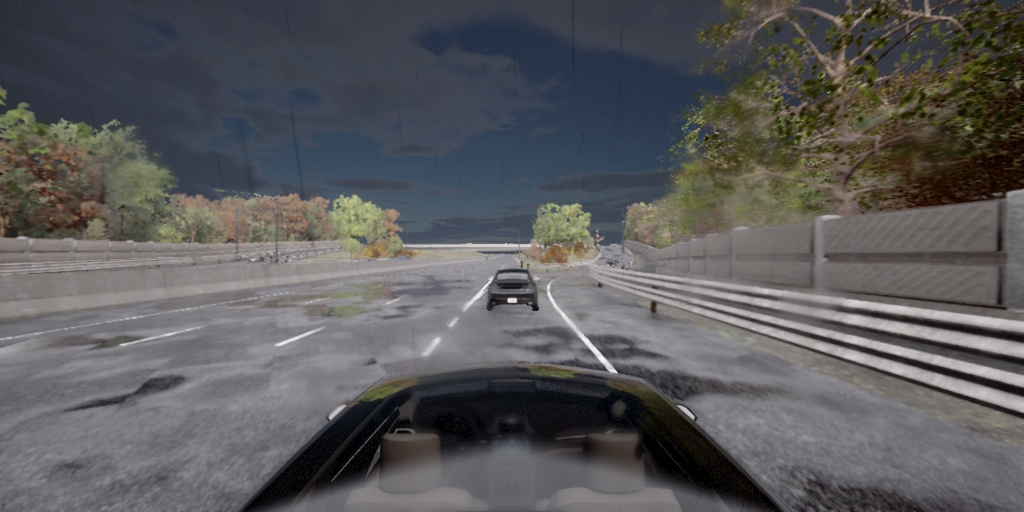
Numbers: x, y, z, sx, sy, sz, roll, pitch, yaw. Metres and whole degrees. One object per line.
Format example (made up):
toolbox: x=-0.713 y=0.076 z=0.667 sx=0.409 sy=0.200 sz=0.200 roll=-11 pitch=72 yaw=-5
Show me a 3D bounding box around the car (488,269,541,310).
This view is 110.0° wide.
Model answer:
car: x=0.083 y=1.261 z=14.599 sx=1.837 sy=1.490 sz=4.892 roll=0 pitch=0 yaw=2
